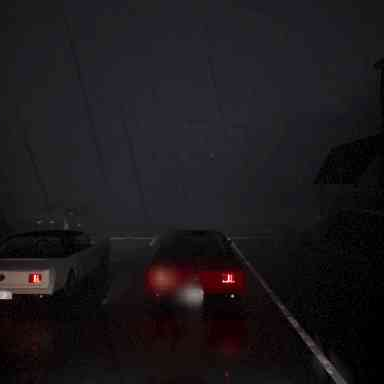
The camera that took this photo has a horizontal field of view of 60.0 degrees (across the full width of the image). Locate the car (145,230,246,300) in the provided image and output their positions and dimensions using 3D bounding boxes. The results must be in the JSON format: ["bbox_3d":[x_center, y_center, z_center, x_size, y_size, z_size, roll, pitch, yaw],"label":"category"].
[{"bbox_3d":[0.077,1.601,8.323,1.895,1.301,4.718,0,0,0],"label":"car"}]

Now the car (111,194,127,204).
[{"bbox_3d":[-14.045,1.352,64.215,2.097,1.767,4.553,0,0,0],"label":"car"}]

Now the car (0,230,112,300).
[{"bbox_3d":[-3.424,1.601,8.305,1.895,1.301,4.718,0,0,0],"label":"car"}]

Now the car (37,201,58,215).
[{"bbox_3d":[-14.104,1.565,34.000,1.994,1.385,4.181,0,0,0],"label":"car"}]

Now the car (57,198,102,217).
[{"bbox_3d":[-10.604,1.549,31.892,2.033,1.411,5.357,0,0,0],"label":"car"}]

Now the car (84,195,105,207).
[{"bbox_3d":[-14.102,1.489,48.412,2.128,1.511,4.902,0,0,0],"label":"car"}]

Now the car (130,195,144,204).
[{"bbox_3d":[-10.551,1.352,63.716,2.097,1.767,4.553,0,0,0],"label":"car"}]

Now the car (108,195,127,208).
[{"bbox_3d":[-10.598,1.525,47.599,1.812,1.442,4.674,0,0,0],"label":"car"}]

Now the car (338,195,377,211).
[{"bbox_3d":[14.158,1.057,28.512,4.181,1.385,1.994,-14,0,-1],"label":"car"}]
